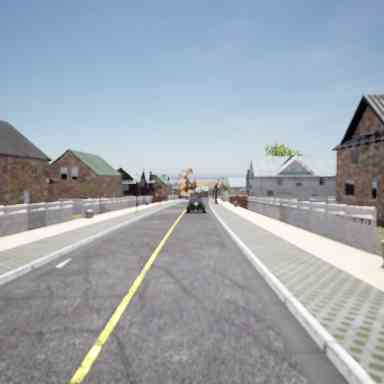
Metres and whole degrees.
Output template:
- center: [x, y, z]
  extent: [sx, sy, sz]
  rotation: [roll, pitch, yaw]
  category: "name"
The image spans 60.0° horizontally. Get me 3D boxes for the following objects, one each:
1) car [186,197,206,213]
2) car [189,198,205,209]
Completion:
- center: [0.470, 1.374, 37.022]
  extent: [2.097, 1.767, 4.553]
  rotation: [0, 0, 2]
  category: "car"
- center: [0.767, 1.601, 47.494]
  extent: [2.033, 1.411, 5.357]
  rotation: [0, 0, 2]
  category: "car"
